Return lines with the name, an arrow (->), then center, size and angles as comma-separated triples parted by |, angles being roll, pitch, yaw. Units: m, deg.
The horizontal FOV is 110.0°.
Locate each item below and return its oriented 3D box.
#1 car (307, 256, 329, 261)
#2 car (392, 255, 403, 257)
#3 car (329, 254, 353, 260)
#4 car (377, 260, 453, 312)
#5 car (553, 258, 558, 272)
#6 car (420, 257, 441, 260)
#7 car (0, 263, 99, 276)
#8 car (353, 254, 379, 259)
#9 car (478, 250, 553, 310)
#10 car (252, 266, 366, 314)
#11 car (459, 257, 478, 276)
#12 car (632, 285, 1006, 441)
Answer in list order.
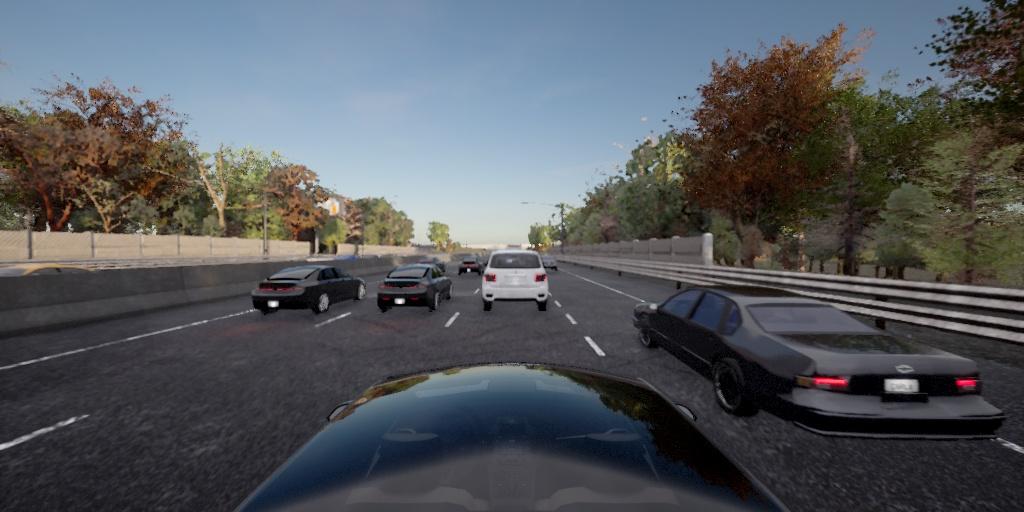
car -> -28.054, 0.617, 52.855 | 1.895, 1.301, 4.718 | 0, 1, 1
car -> -17.556, 0.535, 54.881 | 2.033, 1.411, 5.357 | 0, 1, 1
car -> -24.556, 0.488, 53.262 | 1.882, 1.535, 5.008 | 0, 1, 0
car -> -3.401, 1.084, 13.282 | 1.837, 1.490, 4.892 | 0, 1, 0
car -> 3.496, 0.742, 36.393 | 2.033, 1.411, 5.357 | 0, 1, 0
car -> -6.900, 0.822, 30.607 | 2.128, 1.511, 4.902 | 0, 1, 0
car -> -17.600, 1.060, 13.075 | 1.882, 1.535, 5.008 | 0, 1, 0
car -> -21.062, 0.519, 52.974 | 1.837, 1.490, 4.892 | 0, 1, 0
car -> 0.087, 0.795, 13.718 | 2.150, 2.045, 5.566 | 0, 1, 0
car -> -6.901, 1.092, 12.786 | 1.837, 1.490, 4.892 | 0, 1, 0
car -> -3.403, 0.835, 30.654 | 1.837, 1.490, 4.892 | 0, 1, 0
car -> 3.590, 1.183, 5.749 | 2.033, 1.411, 5.357 | 0, 1, 2
